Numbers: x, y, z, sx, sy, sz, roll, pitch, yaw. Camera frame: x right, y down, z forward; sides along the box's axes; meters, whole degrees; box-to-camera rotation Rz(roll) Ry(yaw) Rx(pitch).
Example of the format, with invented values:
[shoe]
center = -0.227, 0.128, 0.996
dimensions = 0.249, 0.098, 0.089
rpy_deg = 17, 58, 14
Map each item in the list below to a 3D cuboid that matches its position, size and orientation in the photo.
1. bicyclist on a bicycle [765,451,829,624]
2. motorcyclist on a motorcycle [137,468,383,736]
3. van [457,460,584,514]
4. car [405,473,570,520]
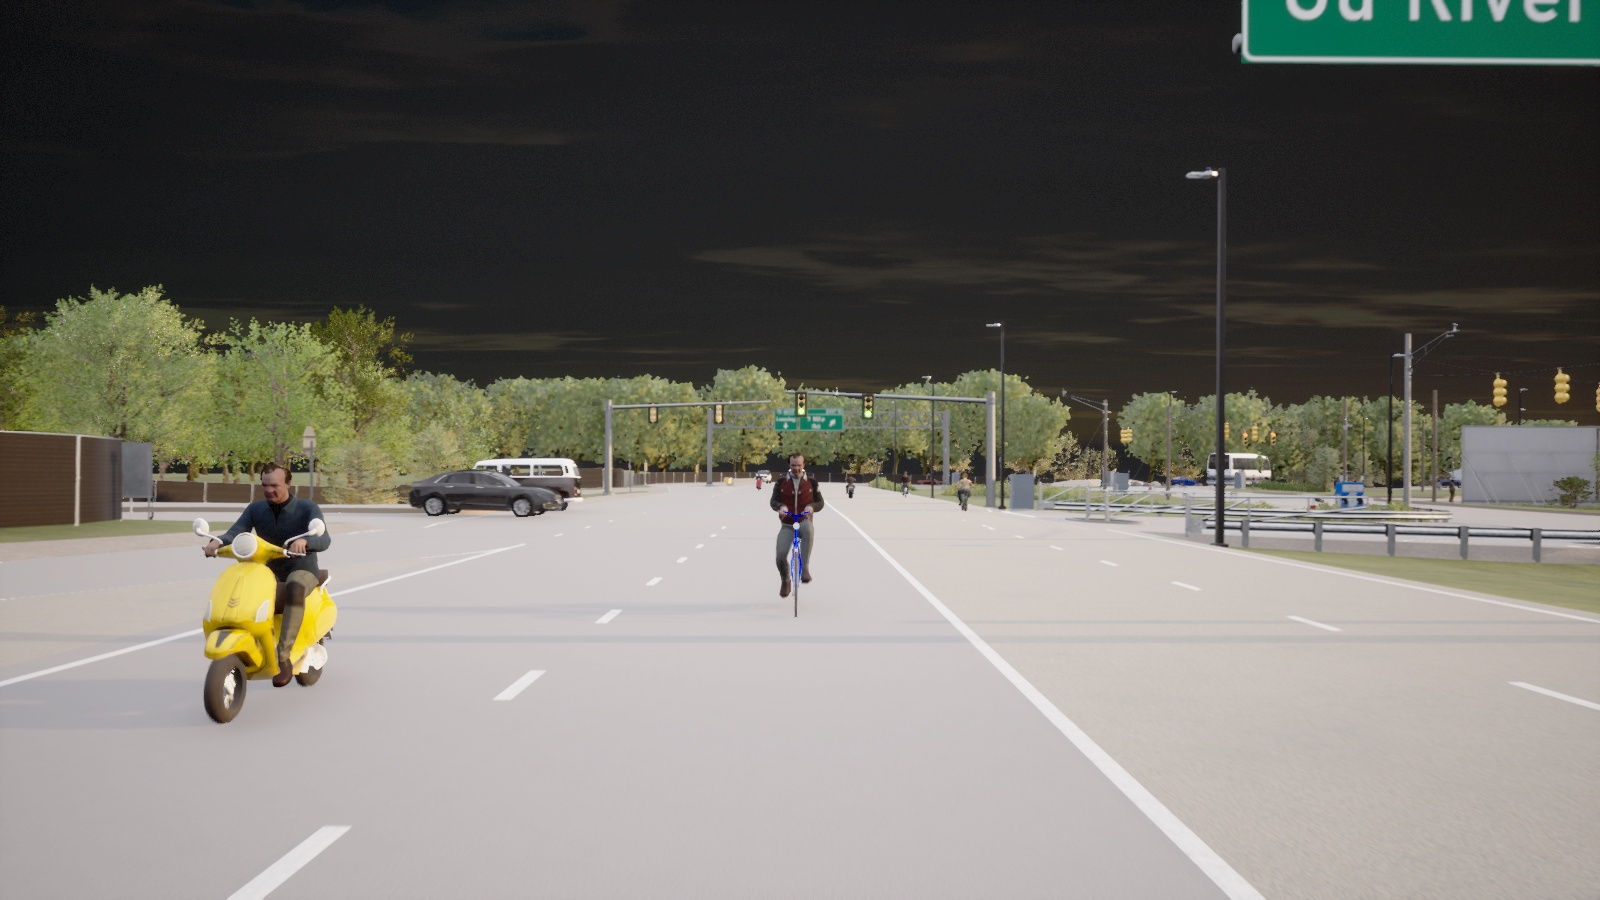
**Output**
[bicyclist on a bicycle]
center = -0.034, 0.913, 13.827
dimensions = 0.659, 1.776, 1.843
rpy_deg = 0, -1, 0
[motorcyclist on a motorcycle]
center = -3.520, 0.920, 8.395
dimensions = 0.866, 1.590, 1.817
rpy_deg = 0, -1, 0
[van]
center = -10.829, 1.437, 48.902
dimensions = 4.480, 2.038, 2.069
rpy_deg = 0, -2, -1
[car]
center = -10.169, 1.506, 41.067
dimensions = 4.892, 1.490, 1.837
rpy_deg = 0, -1, 3
